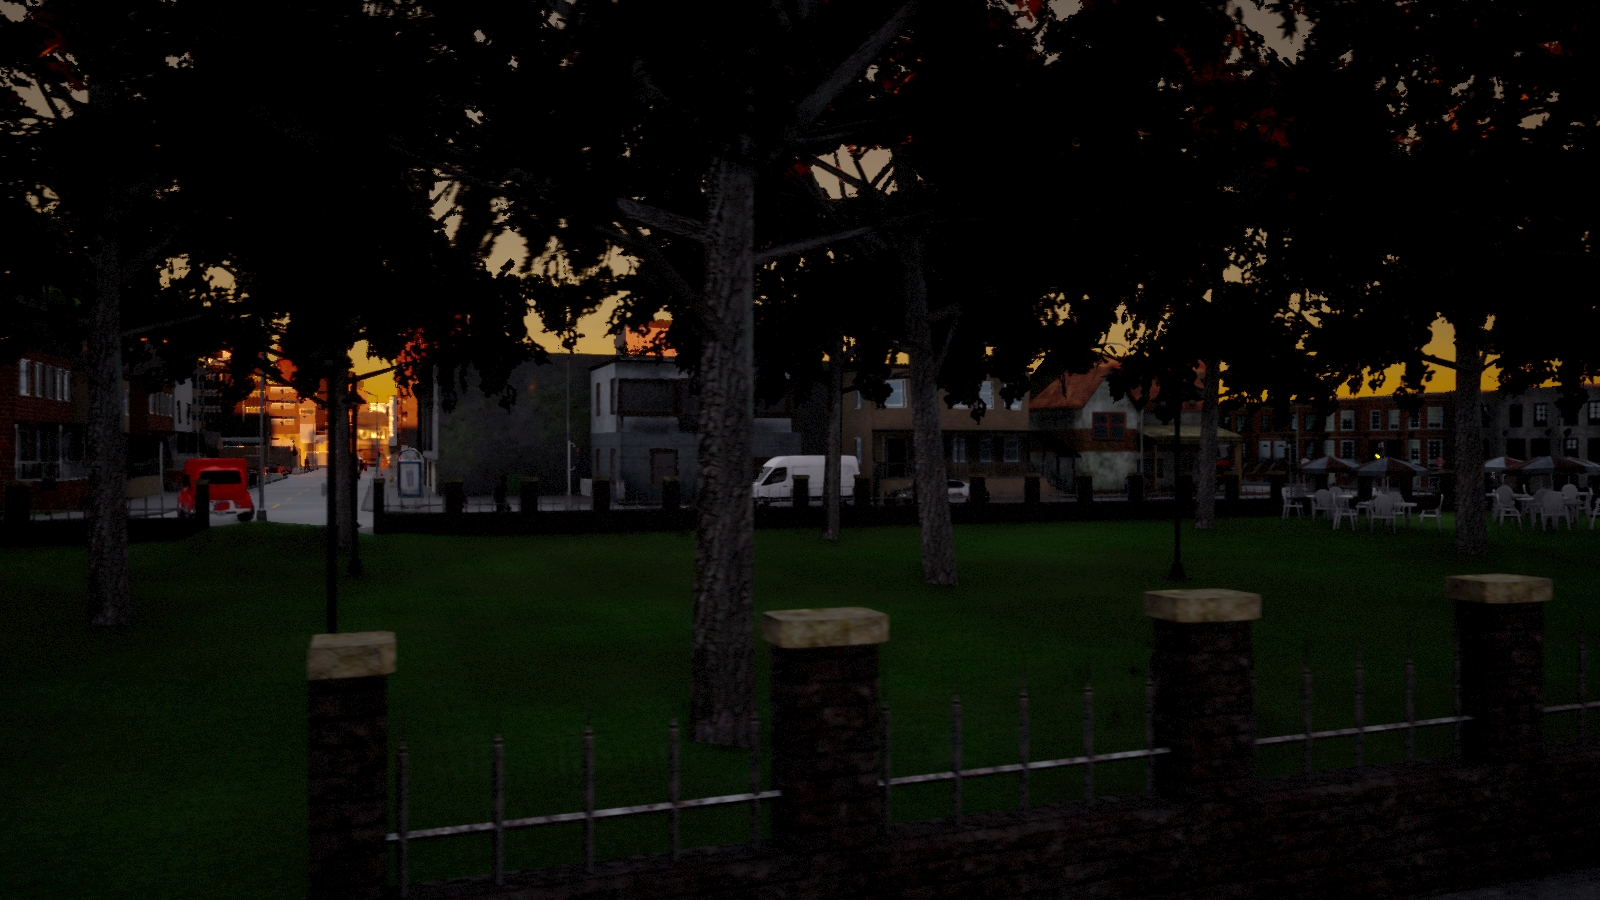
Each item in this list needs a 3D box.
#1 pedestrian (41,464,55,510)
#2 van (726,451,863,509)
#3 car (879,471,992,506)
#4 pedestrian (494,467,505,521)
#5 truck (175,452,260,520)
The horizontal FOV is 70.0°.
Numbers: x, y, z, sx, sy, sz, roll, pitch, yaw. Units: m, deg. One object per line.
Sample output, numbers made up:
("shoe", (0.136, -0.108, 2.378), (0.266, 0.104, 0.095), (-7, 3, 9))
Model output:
("pedestrian", (-30.676, 1.516, 46.608), (0.375, 1.860, 0.375), (0, 0, -13))
("van", (-0.250, 1.314, 51.950), (5.915, 2.561, 1.988), (0, 0, -20))
("car", (6.441, 1.817, 54.504), (4.974, 1.542, 2.038), (0, 0, -21))
("pedestrian", (-10.410, 1.525, 39.554), (0.375, 1.860, 0.375), (0, 0, -14))
("truck", (-23.236, 1.348, 45.482), (2.627, 2.467, 5.204), (-1, 0, -31))
